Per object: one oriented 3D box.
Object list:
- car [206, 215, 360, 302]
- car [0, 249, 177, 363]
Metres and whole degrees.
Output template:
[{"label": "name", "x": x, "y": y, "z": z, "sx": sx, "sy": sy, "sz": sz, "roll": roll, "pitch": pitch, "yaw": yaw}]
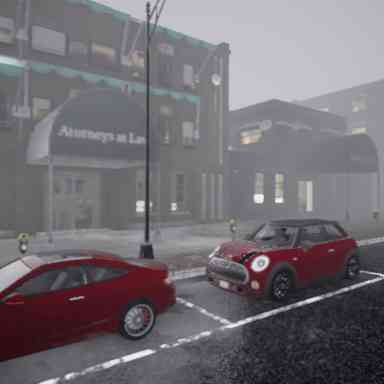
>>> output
[{"label": "car", "x": 2.305, "y": 1.424, "z": 8.192, "sx": 4.097, "sy": 1.590, "sz": 1.967, "roll": 0, "pitch": 1, "yaw": -35}, {"label": "car", "x": -2.201, "y": 1.580, "z": 4.981, "sx": 4.206, "sy": 1.307, "sz": 1.802, "roll": 0, "pitch": 1, "yaw": -35}]
